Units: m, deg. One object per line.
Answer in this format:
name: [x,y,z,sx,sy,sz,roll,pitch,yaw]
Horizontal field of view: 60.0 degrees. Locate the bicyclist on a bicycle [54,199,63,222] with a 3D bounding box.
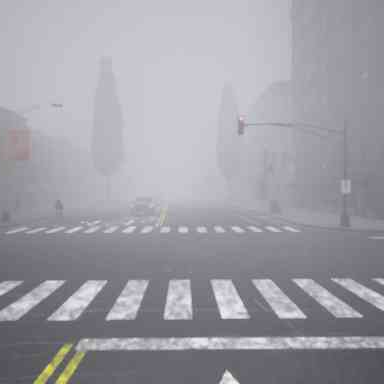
bicyclist on a bicycle: [-9.396,1.295,23.463,0.582,1.620,1.656,0,1,-3]

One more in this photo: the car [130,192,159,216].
car: [-4.332,1.155,30.031,2.097,1.767,4.553,0,0,-3]

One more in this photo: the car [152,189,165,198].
car: [-6.046,0.460,60.790,2.150,2.045,5.566,0,0,-3]

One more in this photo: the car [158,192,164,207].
car: [-5.231,1.212,45.505,1.837,1.490,4.892,0,1,-3]
